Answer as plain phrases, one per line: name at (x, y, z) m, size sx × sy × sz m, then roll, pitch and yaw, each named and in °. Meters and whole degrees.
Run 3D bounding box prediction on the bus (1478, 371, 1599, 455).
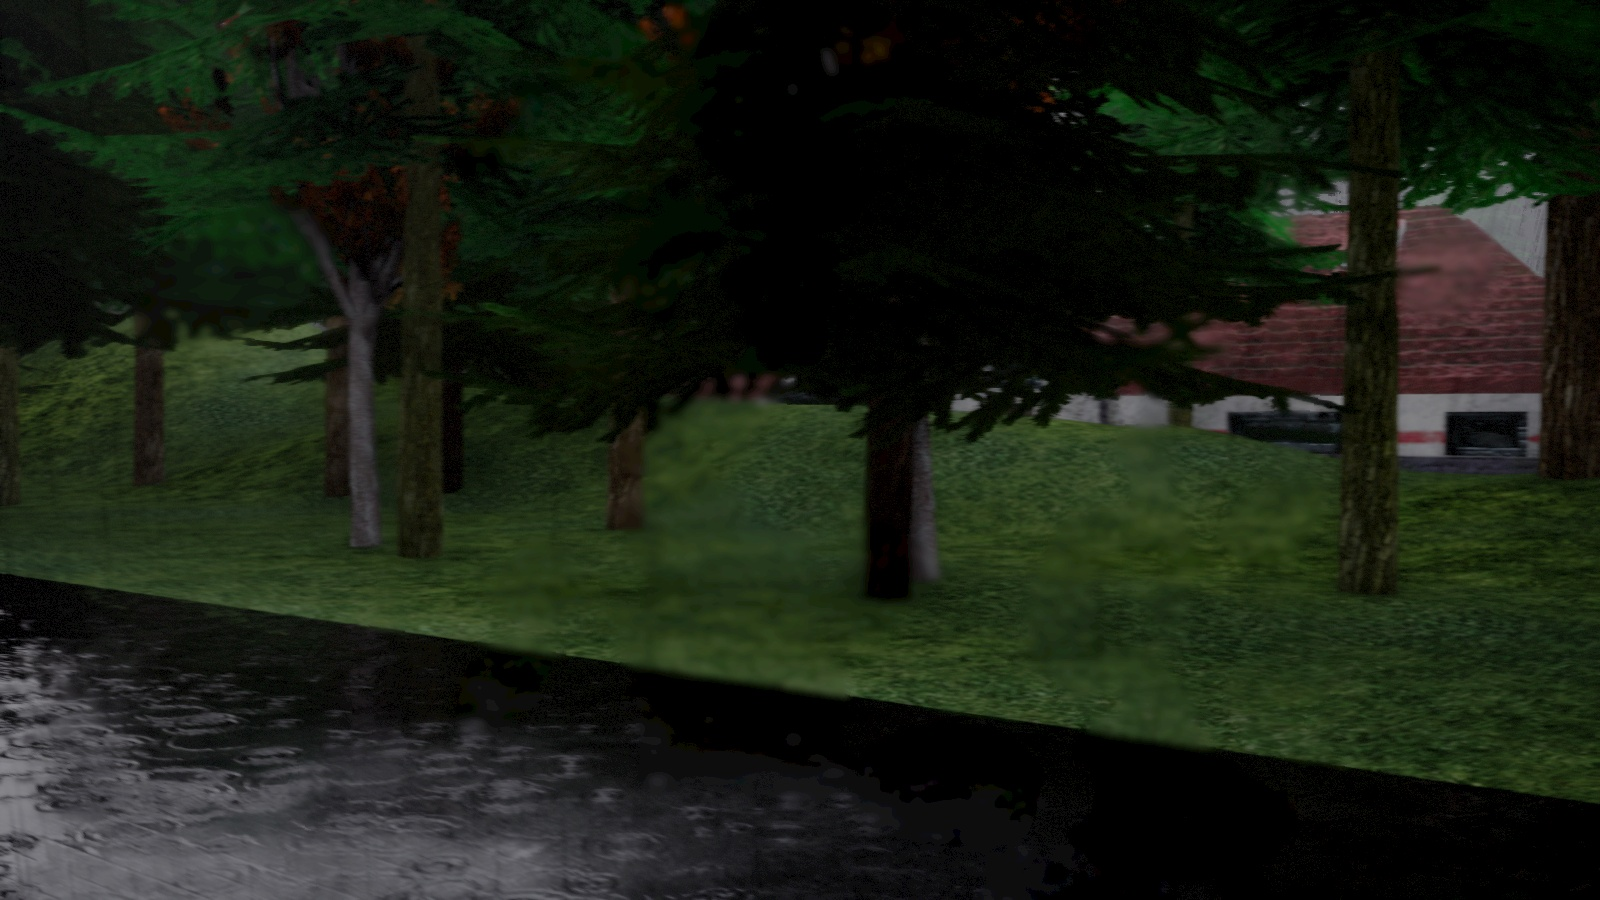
bus at (41.463, -1.917, 65.688) m, size 10.273 × 4.253 × 3.944 m, roll 0°, pitch 1°, yaw 34°
